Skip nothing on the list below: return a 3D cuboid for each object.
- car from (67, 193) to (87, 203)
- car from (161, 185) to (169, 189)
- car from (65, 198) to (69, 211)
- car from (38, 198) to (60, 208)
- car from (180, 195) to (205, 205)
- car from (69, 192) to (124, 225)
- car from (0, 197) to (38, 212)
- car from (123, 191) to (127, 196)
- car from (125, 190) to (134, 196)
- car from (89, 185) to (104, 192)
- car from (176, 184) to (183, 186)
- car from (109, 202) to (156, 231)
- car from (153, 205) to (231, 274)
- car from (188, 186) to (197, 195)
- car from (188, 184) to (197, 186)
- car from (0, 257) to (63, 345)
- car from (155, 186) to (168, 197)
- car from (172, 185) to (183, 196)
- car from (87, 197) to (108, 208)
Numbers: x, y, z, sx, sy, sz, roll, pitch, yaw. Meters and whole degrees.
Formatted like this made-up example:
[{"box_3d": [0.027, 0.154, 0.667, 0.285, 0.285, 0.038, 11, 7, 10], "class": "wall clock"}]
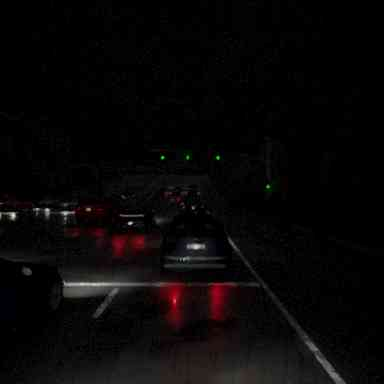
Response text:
[{"box_3d": [-20.981, 1.072, 60.783, 1.882, 1.535, 5.008, 0, 3, 1], "class": "car"}, {"box_3d": [-6.853, -1.186, 82.580, 1.895, 1.301, 4.718, 0, 7, 0], "class": "car"}, {"box_3d": [-14.085, 1.575, 41.280, 1.812, 1.442, 4.674, 0, 0, 0], "class": "car"}, {"box_3d": [-21.039, 1.559, 49.150, 1.812, 1.442, 4.674, 0, 1, 0], "class": "car"}, {"box_3d": [0.100, 1.392, 30.350, 2.097, 1.767, 4.553, 0, 0, 0], "class": "car"}, {"box_3d": [-6.900, 1.254, 24.847, 2.150, 2.045, 5.566, 0, 0, 0], "class": "car"}, {"box_3d": [-21.141, 1.405, 40.263, 2.097, 1.767, 4.553, 0, 0, 2], "class": "car"}, {"box_3d": [-13.976, 1.117, 61.139, 2.033, 1.411, 5.357, 0, 4, 1], "class": "car"}, {"box_3d": [-13.910, 0.172, 72.277, 1.895, 1.301, 4.718, 0, 6, 0], "class": "car"}, {"box_3d": [-20.906, -0.287, 73.109, 2.150, 2.045, 5.566, 0, 6, 0], "class": "car"}, {"box_3d": [-3.353, -1.253, 82.522, 1.812, 1.442, 4.674, 0, 7, 0], "class": "car"}, {"box_3d": [-3.400, 1.519, 20.803, 2.128, 1.511, 4.902, 0, 0, 0], "class": "car"}, {"box_3d": [0.101, 1.445, 10.670, 2.033, 1.649, 4.856, 0, 0, 0], "class": "car"}, {"box_3d": [0.093, 0.059, 72.902, 1.994, 1.385, 4.181, 0, 7, 0], "class": "car"}, {"box_3d": [0.147, -1.277, 82.499, 1.837, 1.490, 4.892, 0, 7, 0], "class": "car"}, {"box_3d": [-3.399, 1.532, 4.522, 1.812, 1.442, 4.674, 0, 0, 0], "class": "car"}, {"box_3d": [-6.911, 0.130, 72.112, 2.033, 1.411, 5.357, 0, 7, 0], "class": "car"}, {"box_3d": [-3.409, 0.073, 72.504, 1.812, 1.442, 4.674, 0, 7, 0], "class": "car"}, {"box_3d": [-14.043, 1.547, 49.910, 1.812, 1.442, 4.674, 0, 1, 0], "class": "car"}]
